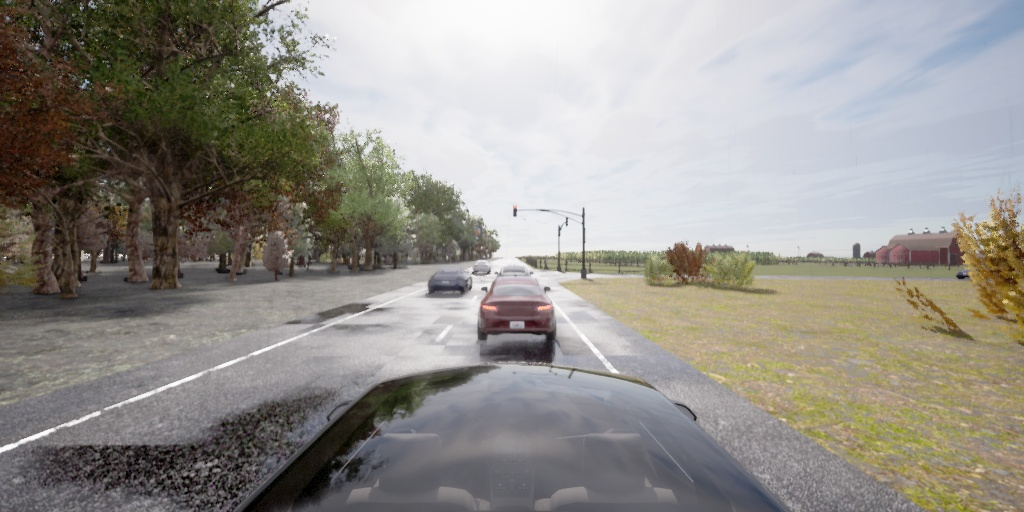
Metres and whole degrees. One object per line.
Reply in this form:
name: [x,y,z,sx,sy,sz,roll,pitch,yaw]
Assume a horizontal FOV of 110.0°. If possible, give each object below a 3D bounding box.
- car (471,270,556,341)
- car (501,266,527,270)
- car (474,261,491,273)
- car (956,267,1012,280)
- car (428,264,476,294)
car: [0.111,1.271,9.780,1.812,1.442,4.674,0,0,0]
car: [0.104,1.244,19.042,1.837,1.490,4.892,0,0,0]
car: [-3.389,1.249,41.135,1.812,1.442,4.674,0,0,0]
car: [48.943,1.816,37.138,4.181,1.385,1.994,1,-1,0]
car: [-3.392,1.302,20.251,1.994,1.385,4.181,0,0,0]
